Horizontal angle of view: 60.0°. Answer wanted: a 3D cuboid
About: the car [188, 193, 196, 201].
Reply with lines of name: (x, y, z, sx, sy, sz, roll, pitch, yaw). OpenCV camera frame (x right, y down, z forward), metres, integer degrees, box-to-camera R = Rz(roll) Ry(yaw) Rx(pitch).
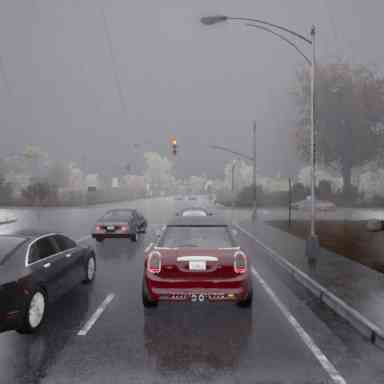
car: (0.074, 1.516, 85.425, 1.812, 1.442, 4.674, 0, 0, 0)

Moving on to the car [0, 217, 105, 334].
car: (-3.393, 1.505, 6.740, 1.837, 1.490, 4.892, 0, 0, 0)

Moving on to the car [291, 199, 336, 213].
car: (13.541, 1.562, 36.536, 4.181, 1.385, 1.994, 0, 0, 3)

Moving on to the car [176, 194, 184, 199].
car: (-3.377, 1.401, 95.420, 1.994, 1.385, 4.181, 0, 0, 1)

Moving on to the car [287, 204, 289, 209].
car: (14.237, 1.546, 40.000, 5.357, 1.411, 2.033, 0, 0, 3)

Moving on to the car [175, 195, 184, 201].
car: (-3.425, 1.543, 85.394, 1.994, 1.385, 4.181, 0, 0, 0)

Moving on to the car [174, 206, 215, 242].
car: (0.114, 1.525, 17.193, 1.812, 1.442, 4.674, 0, 0, 0)

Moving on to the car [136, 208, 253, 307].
car: (0.106, 1.352, 8.153, 2.097, 1.767, 4.553, 0, 0, 0)

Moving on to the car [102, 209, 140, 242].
car: (-3.389, 1.547, 16.398, 2.033, 1.411, 5.357, 0, 0, 0)
